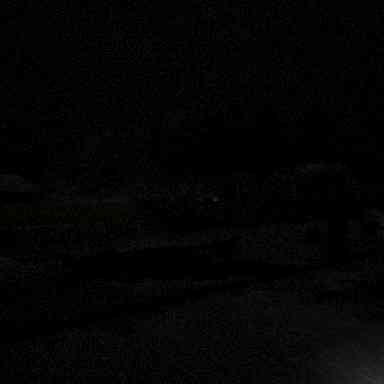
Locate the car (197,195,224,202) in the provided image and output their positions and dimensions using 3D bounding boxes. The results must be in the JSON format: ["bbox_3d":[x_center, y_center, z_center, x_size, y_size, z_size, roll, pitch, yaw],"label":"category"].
[{"bbox_3d":[2.740,1.181,50.096,1.882,1.535,5.008,-1,0,-35],"label":"car"}]
